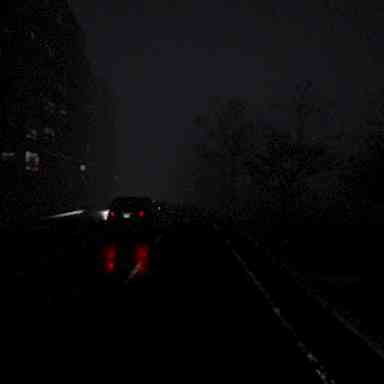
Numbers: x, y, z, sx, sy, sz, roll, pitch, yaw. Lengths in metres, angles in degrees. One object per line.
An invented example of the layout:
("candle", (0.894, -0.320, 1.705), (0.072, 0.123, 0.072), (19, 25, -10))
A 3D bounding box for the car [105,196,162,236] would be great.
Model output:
("car", (-3.165, 1.261, 18.708), (2.150, 2.045, 5.566), (0, 0, 0))

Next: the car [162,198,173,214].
("car", (-3.447, 1.640, 36.041), (1.994, 1.385, 4.181), (0, 0, -2))

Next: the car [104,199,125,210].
("car", (-10.436, 1.697, 44.940), (1.895, 1.301, 4.718), (0, 0, -2))

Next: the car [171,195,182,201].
("car", (-3.623, 1.563, 87.948), (2.128, 1.511, 4.902), (0, 0, -6))

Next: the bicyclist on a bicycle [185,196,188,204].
("bicyclist on a bicycle", (-1.115, 1.586, 69.592), (0.582, 1.620, 1.656), (0, -1, -4))

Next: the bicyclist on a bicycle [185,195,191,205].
("bicyclist on a bicycle", (-0.473, 1.490, 60.326), (0.659, 1.776, 1.843), (0, 0, -4))

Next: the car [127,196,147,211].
("car", (-7.141, 1.443, 43.695), (2.097, 1.767, 4.553), (0, 0, -2))
